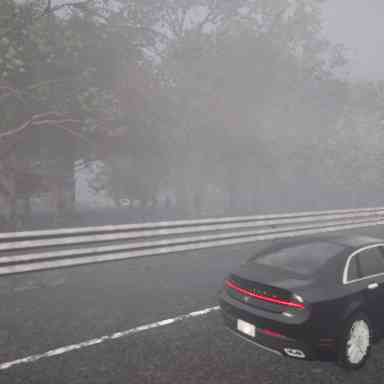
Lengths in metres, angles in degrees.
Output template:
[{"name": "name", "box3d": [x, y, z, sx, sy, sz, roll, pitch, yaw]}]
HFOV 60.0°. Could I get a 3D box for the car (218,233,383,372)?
[{"name": "car", "box3d": [2.658, 1.469, 5.657, 4.892, 1.490, 1.837, 0, 0, -36]}]
